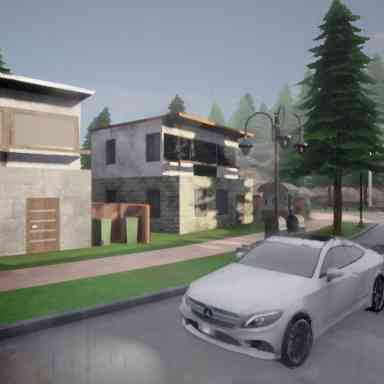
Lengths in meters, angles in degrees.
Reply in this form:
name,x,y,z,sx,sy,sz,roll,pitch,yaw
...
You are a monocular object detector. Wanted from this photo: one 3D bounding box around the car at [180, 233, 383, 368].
name,x,y,z,sx,sy,sz,roll,pitch,yaw
car,1.911,1.525,5.944,4.674,1.442,1.812,0,0,-42
